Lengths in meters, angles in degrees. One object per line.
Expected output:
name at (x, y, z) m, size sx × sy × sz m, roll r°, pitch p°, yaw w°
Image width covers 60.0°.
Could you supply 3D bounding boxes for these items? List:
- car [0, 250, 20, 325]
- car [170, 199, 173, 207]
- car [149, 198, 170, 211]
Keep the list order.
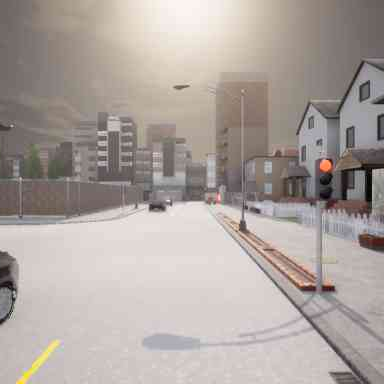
car at (-4.101, 1.505, 4.256) m, size 1.837 × 1.490 × 4.892 m, roll 0°, pitch 0°, yaw 0°
car at (-4.107, 1.564, 52.299) m, size 1.994 × 1.385 × 4.181 m, roll 0°, pitch 0°, yaw 0°
car at (-4.120, 1.601, 40.546) m, size 1.895 × 1.301 × 4.718 m, roll 0°, pitch 0°, yaw 0°
